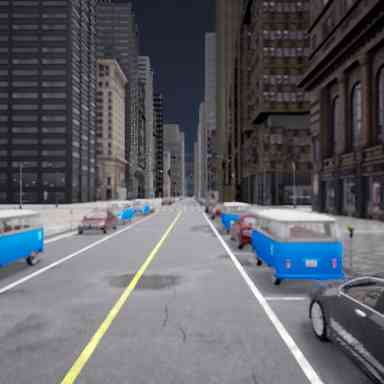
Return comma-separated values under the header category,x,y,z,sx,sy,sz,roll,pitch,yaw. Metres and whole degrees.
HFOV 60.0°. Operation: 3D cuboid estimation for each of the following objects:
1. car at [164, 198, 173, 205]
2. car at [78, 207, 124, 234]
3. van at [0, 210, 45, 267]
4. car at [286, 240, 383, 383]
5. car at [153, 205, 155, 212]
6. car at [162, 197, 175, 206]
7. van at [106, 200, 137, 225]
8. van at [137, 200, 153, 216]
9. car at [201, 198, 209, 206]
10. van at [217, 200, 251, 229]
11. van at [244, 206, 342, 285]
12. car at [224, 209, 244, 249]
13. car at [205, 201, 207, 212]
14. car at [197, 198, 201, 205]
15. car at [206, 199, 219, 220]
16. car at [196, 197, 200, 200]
category,x,y,z,sx,sy,sz,roll,pitch,yaw
car,-5.823,2.342,81.843,1.967,1.590,4.097,0,-1,0
car,-5.778,1.808,20.879,1.802,1.307,4.206,0,-1,0
van,-5.770,1.445,9.528,1.690,1.788,3.998,0,-1,0
car,2.760,1.593,3.864,2.008,1.369,4.403,0,-1,0
car,-5.795,1.998,43.418,1.752,1.417,4.829,0,-1,0
car,-5.819,2.154,76.203,2.192,1.841,5.009,0,-1,0
van,-5.783,1.629,26.559,1.690,1.788,3.998,0,-1,0
van,-5.791,1.754,37.913,1.690,1.788,3.998,0,-1,0
car,2.730,1.789,43.607,2.192,1.841,5.009,0,-1,0
van,2.747,1.566,20.898,1.690,1.788,3.998,0,-1,0
van,2.755,1.444,9.544,1.690,1.788,3.998,0,-1,0
car,2.751,1.709,15.218,1.887,1.381,4.507,0,-1,0
car,2.735,1.993,37.927,1.802,1.307,4.206,0,-1,0
car,2.710,2.325,70.576,2.008,1.369,4.403,0,-1,0
car,2.739,1.789,32.251,1.967,1.590,4.097,0,-1,0
car,2.702,2.452,81.857,2.008,1.369,4.403,0,-1,0
